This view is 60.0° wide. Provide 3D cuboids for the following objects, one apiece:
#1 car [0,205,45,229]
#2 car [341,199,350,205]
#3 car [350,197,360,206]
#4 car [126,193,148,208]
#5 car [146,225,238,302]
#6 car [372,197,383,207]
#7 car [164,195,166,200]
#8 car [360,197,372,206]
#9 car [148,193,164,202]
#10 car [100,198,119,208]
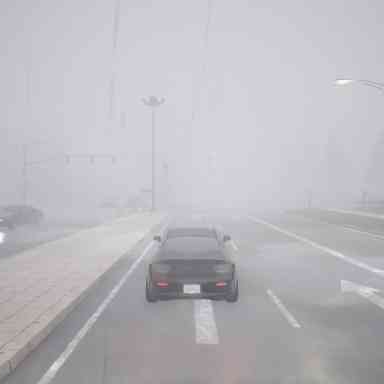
[{"bbox_3d":[-11.561,1.547,21.660,2.033,1.411,5.357,0,0,1],"label":"car"},{"bbox_3d":[27.186,1.564,55.362,4.181,1.385,1.994,0,0,-1],"label":"car"},{"bbox_3d":[27.775,1.526,51.864,4.674,1.442,1.812,0,0,0],"label":"car"},{"bbox_3d":[-8.104,1.352,47.653,2.097,1.767,4.553,0,0,0],"label":"car"},{"bbox_3d":[0.000,1.526,8.106,1.812,1.442,4.674,0,0,0],"label":"car"},{"bbox_3d":[27.503,1.352,44.867,4.553,1.767,2.097,0,0,0],"label":"car"},{"bbox_3d":[-8.326,1.553,84.713,1.994,1.385,4.181,0,0,-1],"label":"car"},{"bbox_3d":[27.601,1.601,48.364,4.718,1.301,1.895,0,0,0],"label":"car"},{"bbox_3d":[-8.190,1.478,75.875,1.882,1.535,5.008,0,0,-1],"label":"car"},{"bbox_3d":[-11.591,1.525,47.059,1.812,1.442,4.674,0,0,0],"label":"car"}]
